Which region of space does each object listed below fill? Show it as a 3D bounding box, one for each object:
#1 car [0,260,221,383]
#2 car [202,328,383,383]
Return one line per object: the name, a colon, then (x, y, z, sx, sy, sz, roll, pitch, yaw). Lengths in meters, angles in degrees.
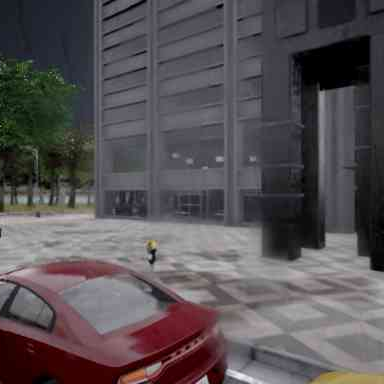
car: (-1.741, 1.559, 4.207, 4.507, 1.381, 1.887, 0, 0, 36)
car: (2.546, 1.519, 1.145, 4.829, 1.417, 1.752, 0, 0, 36)
